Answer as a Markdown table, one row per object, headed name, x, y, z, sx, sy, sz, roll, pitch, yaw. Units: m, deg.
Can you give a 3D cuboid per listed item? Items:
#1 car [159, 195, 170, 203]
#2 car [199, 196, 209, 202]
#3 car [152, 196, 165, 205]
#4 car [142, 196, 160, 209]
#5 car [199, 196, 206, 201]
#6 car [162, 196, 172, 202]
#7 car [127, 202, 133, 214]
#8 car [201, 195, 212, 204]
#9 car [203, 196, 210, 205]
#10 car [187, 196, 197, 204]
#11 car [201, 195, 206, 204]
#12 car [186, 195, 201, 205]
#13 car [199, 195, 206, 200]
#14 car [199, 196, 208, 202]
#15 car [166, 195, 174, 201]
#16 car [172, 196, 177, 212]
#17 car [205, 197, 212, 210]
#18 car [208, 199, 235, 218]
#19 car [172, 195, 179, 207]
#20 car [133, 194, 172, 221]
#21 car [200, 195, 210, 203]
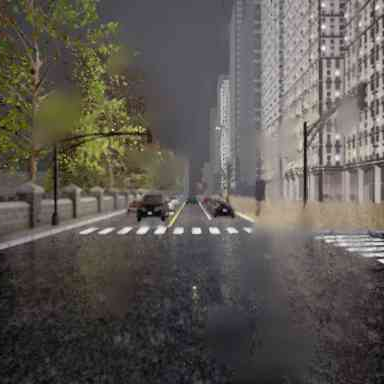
| name | x | y | z | sx | sy | sz | roll | pitch | yaw |
| --- | --- | --- | --- | --- | --- | --- | --- | --- | --- |
| car | -5.659 | 1.436 | 68.775 | 1.967 | 1.590 | 4.097 | 0 | 0 | 0 |
| car | 2.723 | 1.551 | 74.404 | 2.008 | 1.369 | 4.403 | 0 | 0 | 0 |
| car | -5.664 | 1.515 | 57.341 | 1.752 | 1.417 | 4.829 | 0 | 0 | 0 |
| car | -5.668 | 1.427 | 46.246 | 1.967 | 1.590 | 4.097 | 0 | 0 | 0 |
| car | 2.727 | 1.591 | 85.669 | 1.802 | 1.307 | 4.206 | 0 | 0 | 0 |
| car | -5.658 | 1.545 | 74.407 | 1.887 | 1.381 | 4.507 | 0 | 0 | 0 |
| car | -5.674 | 1.569 | 34.981 | 1.802 | 1.307 | 4.206 | 0 | 0 | 0 |
| car | 2.719 | 1.432 | 63.140 | 1.967 | 1.590 | 4.097 | 0 | 0 | 0 |
| car | 2.709 | 1.552 | 40.610 | 1.947 | 1.339 | 4.313 | 0 | 0 | 0 |
| car | 0.028 | 1.561 | 66.632 | 1.994 | 1.385 | 4.181 | 0 | 0 | 0 |
| car | 2.717 | 1.534 | 57.508 | 1.887 | 1.381 | 4.507 | 0 | 0 | 0 |
| car | 0.023 | 1.341 | 56.532 | 2.097 | 1.767 | 4.553 | 0 | 0 | 0 |
| car | 2.730 | 1.596 | 91.301 | 1.802 | 1.307 | 4.206 | 0 | 0 | 0 |
| car | 2.725 | 1.555 | 80.036 | 2.008 | 1.369 | 4.403 | 0 | 0 | 0 |
| car | -5.653 | 1.554 | 85.672 | 1.887 | 1.381 | 4.507 | 0 | 0 | 0 |
| car | -3.067 | 1.512 | 38.059 | 1.812 | 1.442 | 4.674 | 0 | 0 | 0 |
| car | 2.707 | 1.552 | 34.977 | 1.947 | 1.339 | 4.313 | 0 | 0 | 0 |
| car | 2.704 | 1.553 | 29.345 | 1.947 | 1.339 | 4.313 | 0 | 0 | 0 |
| car | -3.033 | 1.514 | 52.575 | 1.812 | 1.442 | 4.674 | 0 | 0 | 0 |
| car | -3.084 | 1.210 | 27.145 | 2.150 | 2.045 | 5.566 | 0 | 0 | 0 |
| car | 2.721 | 1.436 | 68.771 | 1.967 | 1.590 | 4.097 | 0 | 0 | 0 |
